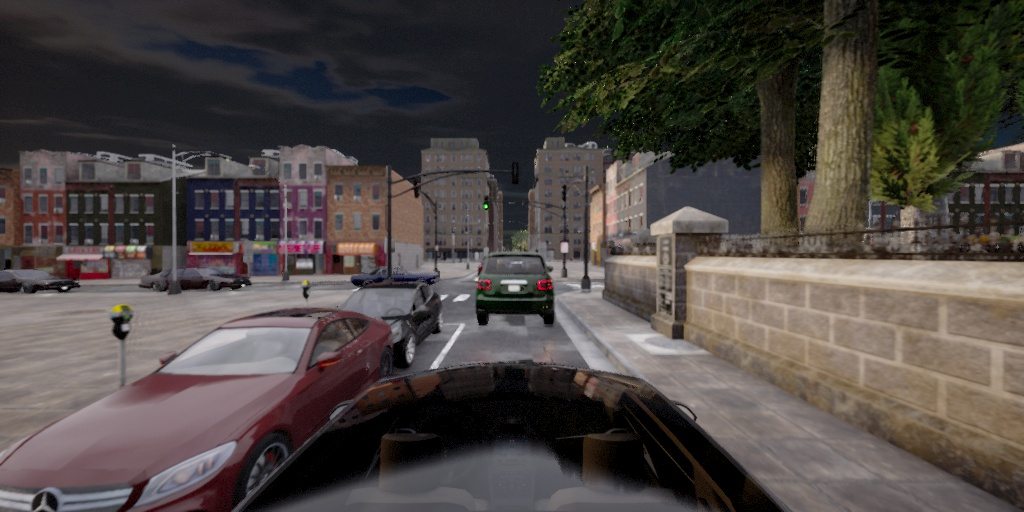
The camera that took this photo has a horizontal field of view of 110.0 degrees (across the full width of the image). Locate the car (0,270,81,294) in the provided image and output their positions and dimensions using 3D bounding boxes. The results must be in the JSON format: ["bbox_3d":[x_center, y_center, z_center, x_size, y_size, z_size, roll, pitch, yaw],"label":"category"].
[{"bbox_3d":[-28.370,1.491,20.605,5.357,1.411,2.033,-1,0,0],"label":"car"}]

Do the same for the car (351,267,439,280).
[{"bbox_3d":[-6.570,1.274,20.680,4.718,1.301,1.895,-1,0,0],"label":"car"}]

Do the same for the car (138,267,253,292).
[{"bbox_3d":[-18.134,1.348,20.639,5.357,1.411,2.033,-1,0,0],"label":"car"}]

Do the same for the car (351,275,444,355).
[{"bbox_3d":[-2.638,1.273,7.758,1.948,1.339,4.313,0,0,0],"label":"car"}]

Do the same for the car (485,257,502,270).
[{"bbox_3d":[-2.297,0.914,44.951,1.882,1.535,5.008,0,0,0],"label":"car"}]

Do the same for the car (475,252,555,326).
[{"bbox_3d":[0.179,0.898,11.618,2.150,2.045,5.566,0,0,3],"label":"car"}]

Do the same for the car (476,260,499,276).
[{"bbox_3d":[-2.283,1.113,34.539,1.895,1.301,4.718,0,0,0],"label":"car"}]

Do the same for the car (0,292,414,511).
[{"bbox_3d":[-2.638,1.315,4.096,1.802,1.307,4.207,0,0,0],"label":"car"}]
